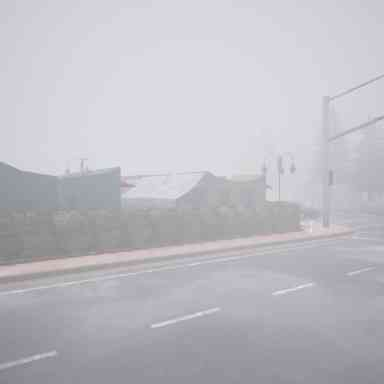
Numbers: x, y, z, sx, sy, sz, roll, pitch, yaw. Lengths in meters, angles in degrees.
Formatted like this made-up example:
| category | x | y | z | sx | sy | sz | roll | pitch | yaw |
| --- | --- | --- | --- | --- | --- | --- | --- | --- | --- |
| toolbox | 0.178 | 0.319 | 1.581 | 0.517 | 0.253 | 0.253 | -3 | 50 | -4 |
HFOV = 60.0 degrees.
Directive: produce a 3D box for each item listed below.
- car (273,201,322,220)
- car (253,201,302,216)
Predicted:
| category | x | y | z | sx | sy | sz | roll | pitch | yaw |
| --- | --- | --- | --- | --- | --- | --- | --- | --- | --- |
| car | 8.479 | 1.505 | 28.039 | 1.837 | 1.490 | 4.892 | 0 | 0 | -37 |
| car | 8.587 | 1.600 | 33.721 | 1.895 | 1.301 | 4.718 | 0 | 0 | -37 |
